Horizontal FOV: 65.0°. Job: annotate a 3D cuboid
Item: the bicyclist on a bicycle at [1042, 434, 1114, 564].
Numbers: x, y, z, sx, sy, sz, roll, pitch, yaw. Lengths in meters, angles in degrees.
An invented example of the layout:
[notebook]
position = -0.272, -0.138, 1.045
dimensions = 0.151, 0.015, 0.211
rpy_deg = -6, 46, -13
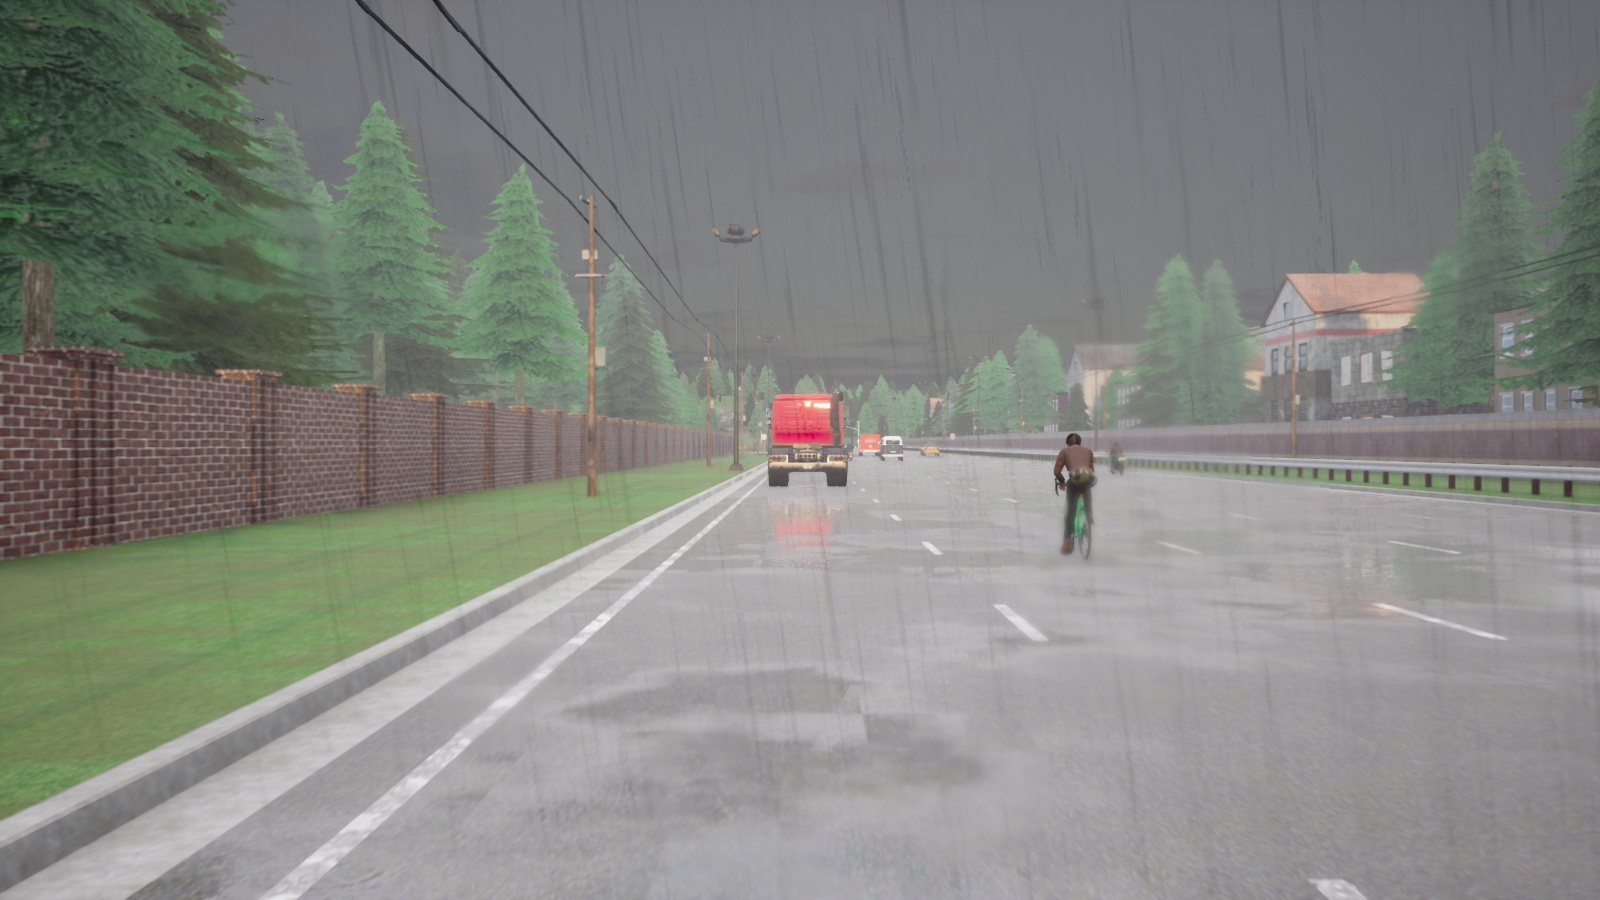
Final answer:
[bicyclist on a bicycle]
position = 3.609, 0.610, 16.403
dimensions = 0.582, 1.620, 1.656
rpy_deg = 0, 0, 0

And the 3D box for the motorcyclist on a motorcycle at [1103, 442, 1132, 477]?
[motorcyclist on a motorcycle]
position = 14.340, 0.420, 56.812
dimensions = 0.797, 1.523, 2.044
rpy_deg = 0, 0, 0

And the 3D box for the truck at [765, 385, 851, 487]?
[truck]
position = 0.280, -0.496, 46.272
dimensions = 2.891, 3.462, 7.936
rpy_deg = 0, 0, 0
